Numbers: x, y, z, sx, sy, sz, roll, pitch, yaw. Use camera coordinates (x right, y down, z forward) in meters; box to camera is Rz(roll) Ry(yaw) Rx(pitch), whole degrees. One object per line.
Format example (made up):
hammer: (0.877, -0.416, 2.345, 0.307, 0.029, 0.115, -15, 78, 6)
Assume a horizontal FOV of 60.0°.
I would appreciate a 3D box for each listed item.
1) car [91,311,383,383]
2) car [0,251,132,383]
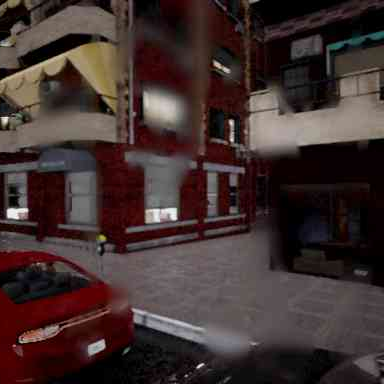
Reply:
car: (1.756, 1.551, 1.628, 4.403, 1.369, 2.008, 0, -1, 36)
car: (-2.851, 1.558, 4.921, 4.507, 1.381, 1.887, 0, -1, 36)
